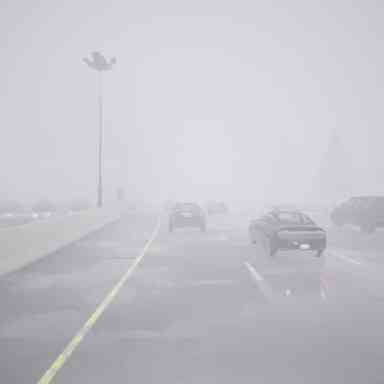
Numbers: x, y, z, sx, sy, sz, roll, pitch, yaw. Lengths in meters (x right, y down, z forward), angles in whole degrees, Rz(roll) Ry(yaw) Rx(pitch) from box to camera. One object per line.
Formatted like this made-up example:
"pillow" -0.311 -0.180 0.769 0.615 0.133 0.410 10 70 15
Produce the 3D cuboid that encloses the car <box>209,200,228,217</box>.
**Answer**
"car" 2.141 1.493 31.531 2.128 1.511 4.902 0 0 -7

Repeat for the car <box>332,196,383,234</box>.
"car" 10.218 1.222 19.303 2.150 2.045 5.566 0 0 -3

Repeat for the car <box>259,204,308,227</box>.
"car" 6.408 1.602 23.904 1.895 1.301 4.718 0 0 -4

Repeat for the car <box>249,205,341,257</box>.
"car" 3.471 1.492 12.862 2.128 1.511 4.902 0 0 -2

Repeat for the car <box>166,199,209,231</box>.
"car" -0.396 1.353 20.622 2.097 1.767 4.553 0 0 -3

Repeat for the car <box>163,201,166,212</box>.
"car" -2.384 1.549 39.158 2.033 1.411 5.357 0 0 -9
